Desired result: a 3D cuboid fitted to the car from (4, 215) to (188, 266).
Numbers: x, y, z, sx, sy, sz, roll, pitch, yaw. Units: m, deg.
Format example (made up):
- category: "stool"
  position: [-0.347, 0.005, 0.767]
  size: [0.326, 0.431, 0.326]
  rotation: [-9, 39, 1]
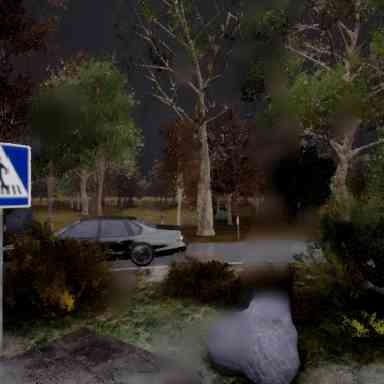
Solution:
- category: "car"
  position: [-2.825, 1.447, 10.176]
  size: [5.357, 1.411, 2.033]
  rotation: [-2, 0, -5]
